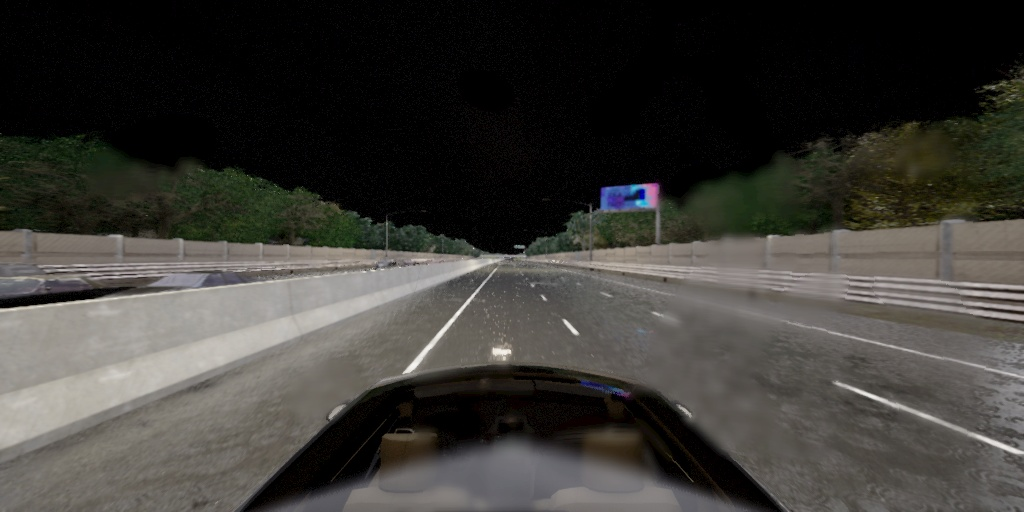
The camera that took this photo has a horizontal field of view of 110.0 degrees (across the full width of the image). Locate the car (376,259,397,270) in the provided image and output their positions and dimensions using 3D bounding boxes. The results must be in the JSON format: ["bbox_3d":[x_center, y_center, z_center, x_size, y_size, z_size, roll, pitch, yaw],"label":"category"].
[{"bbox_3d":[-18.260,1.209,52.321,2.128,1.511,4.902,0,0,0],"label":"car"}]

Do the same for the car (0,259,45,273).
[{"bbox_3d":[-17.692,0.980,11.326,2.097,1.767,4.553,0,0,-1],"label":"car"}]

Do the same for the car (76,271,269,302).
[{"bbox_3d":[-10.713,1.231,12.357,2.033,1.411,5.357,0,0,-1],"label":"car"}]

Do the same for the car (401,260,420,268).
[{"bbox_3d":[-14.764,1.306,52.421,1.994,1.385,4.181,0,0,0],"label":"car"}]

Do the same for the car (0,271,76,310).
[{"bbox_3d":[-14.185,1.255,10.461,1.895,1.301,4.718,0,0,-1],"label":"car"}]

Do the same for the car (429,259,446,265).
[{"bbox_3d":[-11.283,1.252,54.394,1.882,1.535,5.008,0,0,0],"label":"car"}]
